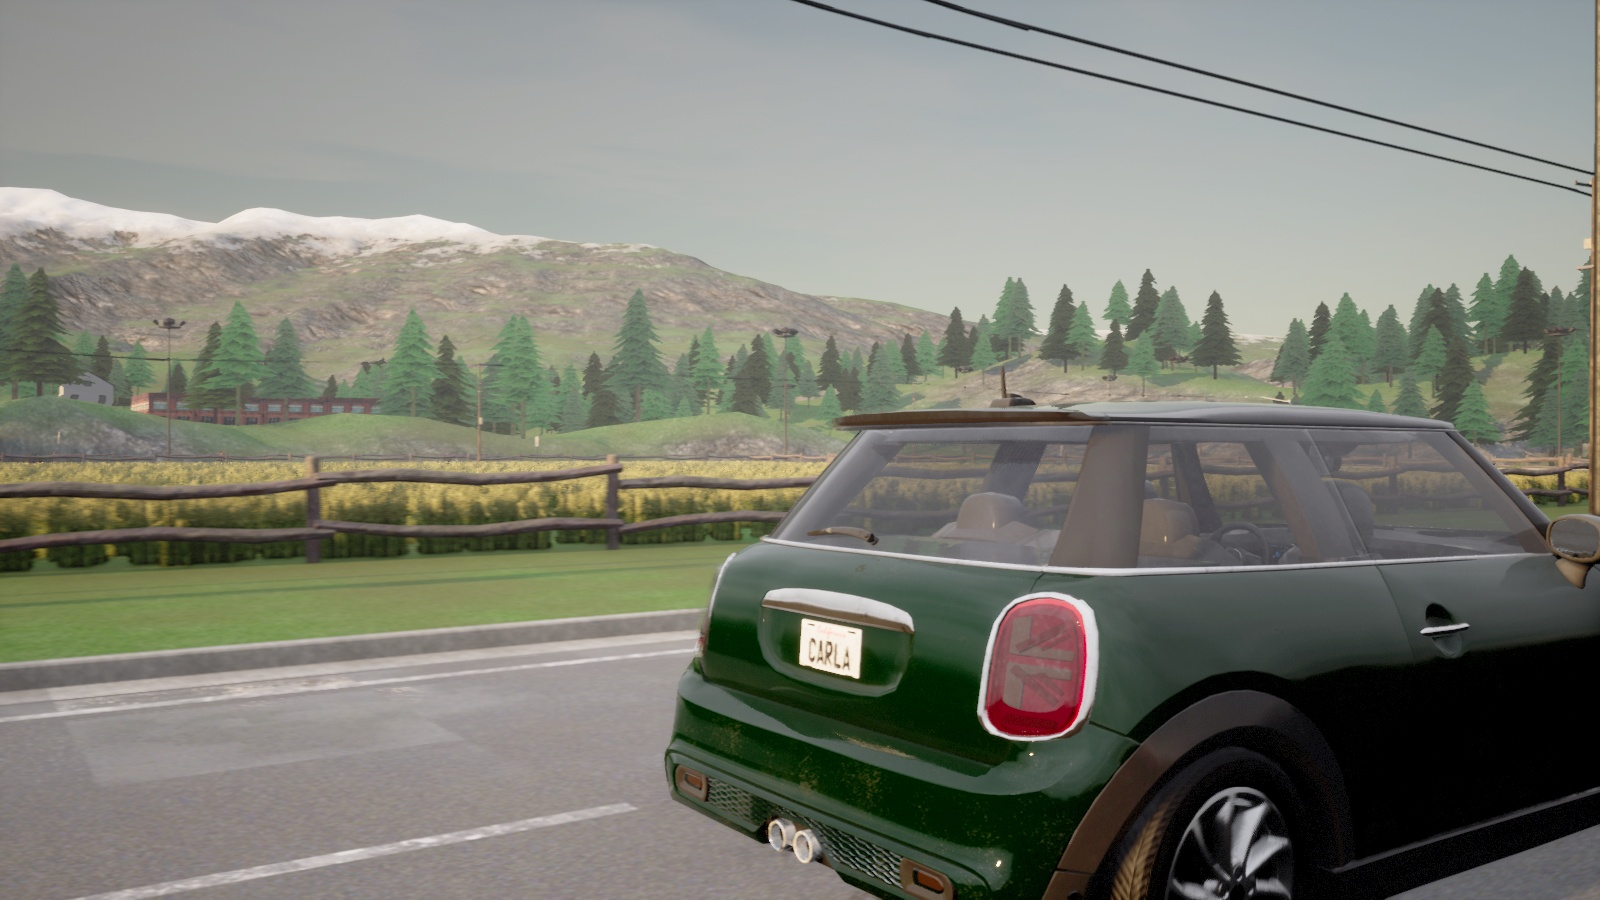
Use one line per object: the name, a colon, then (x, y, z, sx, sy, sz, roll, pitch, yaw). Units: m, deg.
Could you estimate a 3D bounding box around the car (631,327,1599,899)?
car: (1.862, 0.611, 4.955, 4.553, 1.767, 2.097, 0, 0, -35)
